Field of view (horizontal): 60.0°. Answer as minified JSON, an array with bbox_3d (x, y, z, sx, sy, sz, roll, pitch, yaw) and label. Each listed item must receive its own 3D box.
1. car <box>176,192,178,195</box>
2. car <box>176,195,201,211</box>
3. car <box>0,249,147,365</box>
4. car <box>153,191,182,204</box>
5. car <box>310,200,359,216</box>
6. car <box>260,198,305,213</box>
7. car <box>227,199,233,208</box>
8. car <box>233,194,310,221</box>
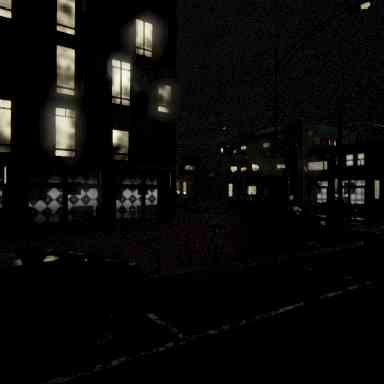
[{"bbox_3d":[-0.643,1.101,47.613,2.008,1.369,4.403,1,0,-36],"label":"car"},{"bbox_3d":[-0.812,1.231,33.712,1.802,1.307,4.206,1,0,-36],"label":"car"},{"bbox_3d":[-2.722,1.566,4.613,4.313,1.339,1.947,0,0,-36],"label":"car"},{"bbox_3d":[-3.927,0.793,52.077,2.192,1.841,5.009,1,0,-36],"label":"car"},{"bbox_3d":[12.515,1.371,29.752,1.887,1.381,4.507,1,0,-36],"label":"car"},{"bbox_3d":[9.225,1.340,34.216,1.802,1.307,4.206,1,0,-36],"label":"car"},{"bbox_3d":[5.937,1.130,38.683,1.967,1.590,4.097,1,0,-36],"label":"car"},{"bbox_3d":[5.774,1.101,24.781,2.192,1.841,5.009,1,0,-36],"label":"car"}]
